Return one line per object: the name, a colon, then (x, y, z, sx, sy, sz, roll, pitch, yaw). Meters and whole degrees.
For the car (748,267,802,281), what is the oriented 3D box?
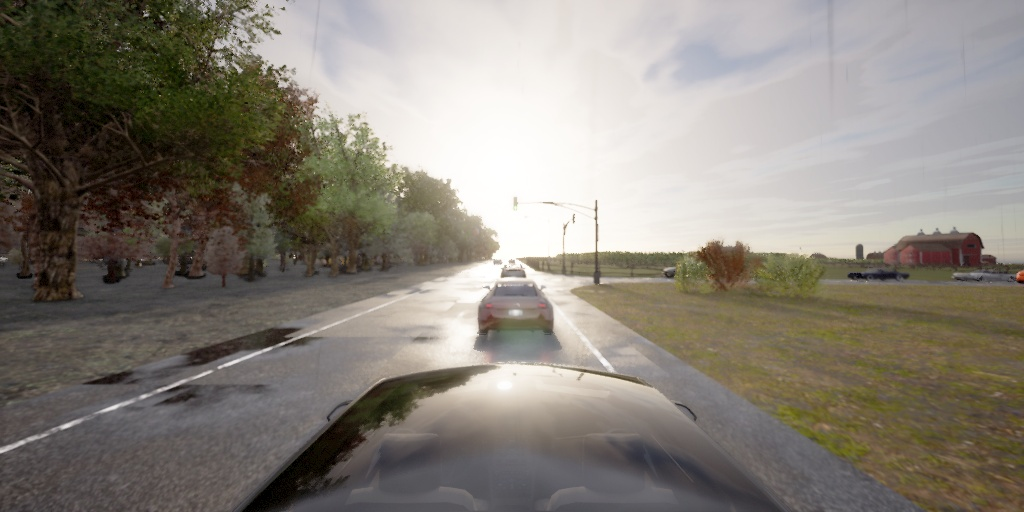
car: (26.605, 1.767, 36.012, 4.718, 1.301, 1.895, 1, -1, 0)

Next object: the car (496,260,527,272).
car: (0.096, 1.300, 27.887, 2.128, 1.511, 4.902, 0, 0, 0)

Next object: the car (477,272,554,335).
car: (0.099, 1.334, 10.621, 1.994, 1.385, 4.181, 0, 0, 0)

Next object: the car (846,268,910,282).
car: (36.623, 1.876, 35.964, 4.718, 1.301, 1.895, 1, -1, 0)

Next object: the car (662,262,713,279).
car: (17.558, 1.419, 36.095, 4.553, 1.767, 2.097, 1, -1, 1)

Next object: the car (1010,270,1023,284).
car: (48.899, 1.694, 32.321, 4.553, 1.767, 2.097, 1, -1, 0)

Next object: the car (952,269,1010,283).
car: (47.307, 1.993, 35.880, 4.718, 1.301, 1.895, 1, -1, 1)
